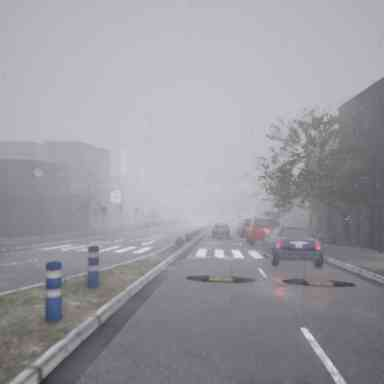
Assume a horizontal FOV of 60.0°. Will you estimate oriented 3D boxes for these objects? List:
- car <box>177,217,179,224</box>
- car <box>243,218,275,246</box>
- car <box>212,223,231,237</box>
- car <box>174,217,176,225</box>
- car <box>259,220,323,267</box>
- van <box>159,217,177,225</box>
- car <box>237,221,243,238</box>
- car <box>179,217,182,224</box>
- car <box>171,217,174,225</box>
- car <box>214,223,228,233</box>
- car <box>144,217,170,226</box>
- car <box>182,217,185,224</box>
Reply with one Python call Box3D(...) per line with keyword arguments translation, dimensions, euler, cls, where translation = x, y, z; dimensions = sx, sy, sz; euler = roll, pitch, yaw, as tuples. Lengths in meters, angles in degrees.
Box3D(translation=(-6.529, 7.573, 86.030), dimensions=(4.553, 1.767, 2.185), euler=(2, -4, -15), cls="car")
Box3D(translation=(5.501, 3.100, 26.045), dimensions=(2.150, 2.045, 5.566), euler=(1, -5, 6), cls="car")
Box3D(translation=(3.182, 4.124, 36.420), dimensions=(2.128, 1.511, 4.902), euler=(1, -4, 6), cls="car")
Box3D(translation=(-7.268, 7.209, 79.912), dimensions=(5.366, 1.575, 1.946), euler=(2, -4, -15), cls="car")
Box3D(translation=(4.632, 2.417, 15.912), dimensions=(2.097, 1.767, 4.553), euler=(1, -4, 6), cls="car")
Box3D(translation=(-6.407, 7.708, 89.024), dimensions=(4.442, 1.987, 1.878), euler=(2, -4, -15), cls="van")
Box3D(translation=(6.399, 3.928, 36.351), dimensions=(2.150, 2.045, 5.566), euler=(1, -5, 5), cls="car")
Box3D(translation=(-6.030, 8.178, 92.066), dimensions=(4.892, 1.521, 2.231), euler=(2, -4, -15), cls="car")
Box3D(translation=(-7.381, 7.007, 76.923), dimensions=(4.792, 1.488, 2.163), euler=(2, -4, -15), cls="car")
Box3D(translation=(4.158, 5.150, 47.830), dimensions=(1.895, 1.301, 4.718), euler=(1, -4, 6), cls="car")
Box3D(translation=(-7.852, 6.503, 70.876), dimensions=(4.892, 1.521, 2.231), euler=(2, -4, -15), cls="car")
Box3D(translation=(-5.795, 8.165, 95.099), dimensions=(5.566, 2.045, 2.435), euler=(2, -4, -15), cls="car")
